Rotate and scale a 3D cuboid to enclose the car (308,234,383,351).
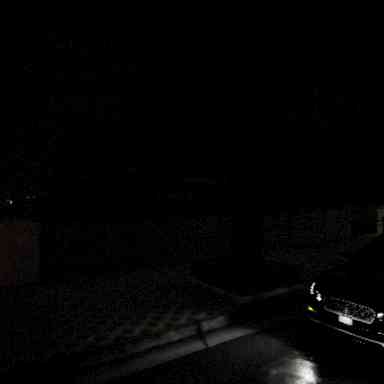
[{"bbox_3d":[4.089,1.517,5.984,4.892,1.490,1.837,0,0,-35],"label":"car"}]
